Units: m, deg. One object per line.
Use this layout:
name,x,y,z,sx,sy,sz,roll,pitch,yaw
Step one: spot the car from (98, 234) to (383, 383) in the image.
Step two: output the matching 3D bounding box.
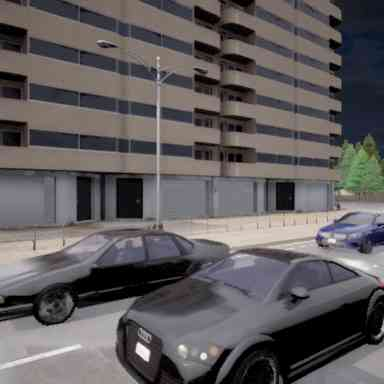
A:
car,1.070,1.564,4.809,4.181,1.385,1.994,0,0,-36

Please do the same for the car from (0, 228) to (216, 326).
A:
car,-1.475,1.547,7.280,5.357,1.411,2.033,0,0,-36

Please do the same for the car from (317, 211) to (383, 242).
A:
car,6.964,1.524,13.504,4.674,1.442,1.812,0,0,-37
